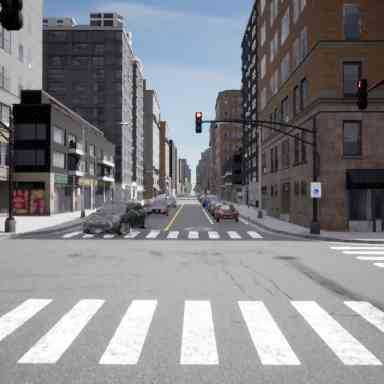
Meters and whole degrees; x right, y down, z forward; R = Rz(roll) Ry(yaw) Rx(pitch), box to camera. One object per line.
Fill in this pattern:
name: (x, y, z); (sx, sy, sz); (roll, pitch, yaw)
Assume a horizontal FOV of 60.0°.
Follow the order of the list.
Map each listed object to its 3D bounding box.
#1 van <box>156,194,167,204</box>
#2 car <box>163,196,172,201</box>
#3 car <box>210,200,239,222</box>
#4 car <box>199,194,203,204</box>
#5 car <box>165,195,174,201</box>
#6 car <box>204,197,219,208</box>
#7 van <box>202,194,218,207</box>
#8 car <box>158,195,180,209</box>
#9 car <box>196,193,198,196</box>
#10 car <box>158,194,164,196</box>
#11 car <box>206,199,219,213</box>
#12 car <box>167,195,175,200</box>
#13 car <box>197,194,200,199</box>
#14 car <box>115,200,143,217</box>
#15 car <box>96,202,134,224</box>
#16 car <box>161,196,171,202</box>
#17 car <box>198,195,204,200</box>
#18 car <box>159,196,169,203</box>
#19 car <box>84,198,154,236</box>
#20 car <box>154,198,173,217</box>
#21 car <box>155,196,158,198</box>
van: (-5.955, 1.365, 65.683); (1.690, 1.788, 3.998); (1, 0, 0)
car: (-5.985, 1.600, 82.702); (1.947, 1.339, 4.313); (1, 0, 0)
car: (2.634, 1.588, 25.978); (1.802, 1.307, 4.206); (1, 0, 0)
car: (2.599, 1.329, 48.672); (2.192, 1.841, 5.009); (1, 0, 0)
car: (-5.994, 1.603, 88.375); (1.947, 1.339, 4.313); (1, 0, 0)
car: (2.615, 1.591, 37.325); (1.802, 1.307, 4.206); (1, 0, 0)
van: (2.608, 1.353, 42.999); (1.690, 1.788, 3.998); (1, 0, 0)
car: (-3.161, 1.505, 46.270); (2.128, 1.511, 4.902); (0, 0, 0)
car: (2.543, 1.349, 82.712); (2.192, 1.841, 5.009); (1, 0, 0)
car: (-5.946, 1.461, 60.010); (1.967, 1.590, 4.097); (1, 0, 0)
car: (2.624, 1.589, 31.651); (1.802, 1.307, 4.206); (1, 0, 0)
car: (-6.003, 1.584, 94.048); (1.887, 1.381, 4.507); (1, 0, 0)
car: (2.559, 1.593, 71.365); (1.947, 1.339, 4.313); (1, 0, 0)
car: (-5.901, 1.552, 31.646); (1.887, 1.381, 4.507); (1, 0, 0)
car: (-5.892, 1.551, 25.973); (1.887, 1.381, 4.507); (1, 0, 0)
car: (-5.975, 1.582, 77.029); (2.008, 1.369, 4.403); (1, 0, 0)
car: (2.523, 1.565, 94.229); (1.752, 1.417, 4.829); (1, 0, 0)
car: (-5.966, 1.609, 71.356); (1.802, 1.307, 4.206); (1, 0, 0)
car: (-4.105, 1.355, 18.645); (2.097, 1.767, 4.553); (0, 0, 14)
car: (-3.150, 1.570, 31.748); (1.994, 1.385, 4.181); (0, 0, 0)
car: (-5.929, 1.596, 48.665); (1.802, 1.307, 4.206); (1, 0, 0)
